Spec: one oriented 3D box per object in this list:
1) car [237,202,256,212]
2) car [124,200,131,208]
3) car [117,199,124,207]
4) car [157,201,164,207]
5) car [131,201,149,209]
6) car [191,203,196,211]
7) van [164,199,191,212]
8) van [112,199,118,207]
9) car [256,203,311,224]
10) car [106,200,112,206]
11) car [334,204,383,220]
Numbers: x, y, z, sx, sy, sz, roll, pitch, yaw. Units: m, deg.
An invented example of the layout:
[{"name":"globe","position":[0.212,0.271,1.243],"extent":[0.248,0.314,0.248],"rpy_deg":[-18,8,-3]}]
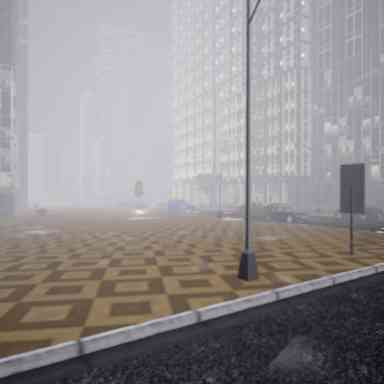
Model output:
[{"name":"car","position":[7.852,2.094,45.776],"extent":[1.947,1.339,4.313],"rpy_deg":[-1,-1,-26]},{"name":"car","position":[-11.805,2.525,67.345],"extent":[1.752,1.417,4.829],"rpy_deg":[-1,-1,-26]},{"name":"car","position":[-14.312,2.650,72.568],"extent":[1.887,1.381,4.507],"rpy_deg":[-1,-1,-26]},{"name":"car","position":[-6.757,2.711,76.195],"extent":[1.802,1.307,4.206],"rpy_deg":[-1,-1,-26]},{"name":"car","position":[-9.442,2.451,62.428],"extent":[2.008,1.369,4.403],"rpy_deg":[-1,-1,-26]},{"name":"car","position":[-1.143,2.142,51.240],"extent":[1.882,1.535,5.008],"rpy_deg":[0,-1,-25]},{"name":"van","position":[-2.142,1.942,47.221],"extent":[1.690,1.788,3.998],"rpy_deg":[-1,-1,-26]},{"name":"van","position":[-16.751,2.549,77.639],"extent":[1.690,1.788,3.998],"rpy_deg":[-1,-1,-26]},{"name":"car","position":[7.602,1.765,26.938],"extent":[2.008,1.369,4.403],"rpy_deg":[-1,-1,-26]},{"name":"car","position":[-21.616,2.960,87.776],"extent":[1.887,1.381,4.507],"rpy_deg":[-1,-1,-26]},{"name":"car","position":[15.156,1.790,30.566],"extent":[2.008,1.369,4.403],"rpy_deg":[-1,-1,-26]}]
